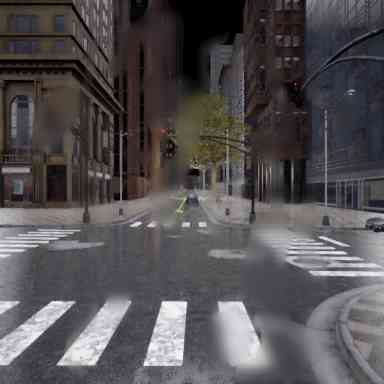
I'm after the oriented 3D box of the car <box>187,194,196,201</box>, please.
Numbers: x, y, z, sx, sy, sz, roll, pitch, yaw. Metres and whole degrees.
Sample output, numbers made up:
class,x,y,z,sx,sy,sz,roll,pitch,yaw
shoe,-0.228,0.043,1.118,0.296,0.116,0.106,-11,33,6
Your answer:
class,x,y,z,sx,sy,sz,roll,pitch,yaw
car,-0.056,1.109,70.708,1.812,1.442,4.674,0,1,0

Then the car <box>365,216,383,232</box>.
class,x,y,z,sx,sy,sz,roll,pitch,yaw
car,11.907,1.631,18.324,4.403,1.369,2.008,0,0,0

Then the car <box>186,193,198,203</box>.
class,x,y,z,sx,sy,sz,roll,pitch,yaw
car,0.014,1.043,60.745,2.097,1.767,4.553,0,1,0
